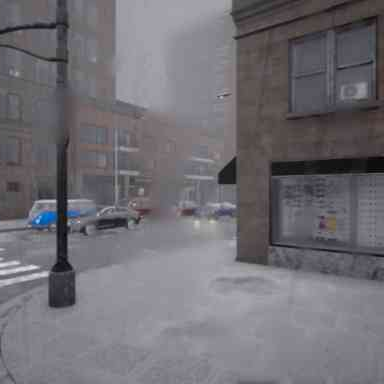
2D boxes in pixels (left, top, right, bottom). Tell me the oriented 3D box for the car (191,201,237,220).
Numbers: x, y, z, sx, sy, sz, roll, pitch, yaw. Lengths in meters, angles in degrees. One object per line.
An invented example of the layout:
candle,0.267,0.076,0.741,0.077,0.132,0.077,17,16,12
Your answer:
car,2.207,1.551,28.721,1.812,1.442,4.674,0,0,36

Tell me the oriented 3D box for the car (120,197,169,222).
car,-4.352,1.334,24.370,2.192,1.841,5.009,0,0,36

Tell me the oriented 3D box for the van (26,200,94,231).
van,-7.635,1.355,19.838,1.690,1.788,3.998,0,0,36

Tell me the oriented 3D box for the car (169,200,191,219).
car,-1.070,1.464,28.902,1.967,1.590,4.097,0,0,36

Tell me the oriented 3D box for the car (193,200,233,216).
car,2.213,1.572,33.434,1.887,1.381,4.507,0,0,36

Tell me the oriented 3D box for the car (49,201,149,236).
car,-5.037,1.507,18.725,2.128,1.511,4.902,0,0,36
